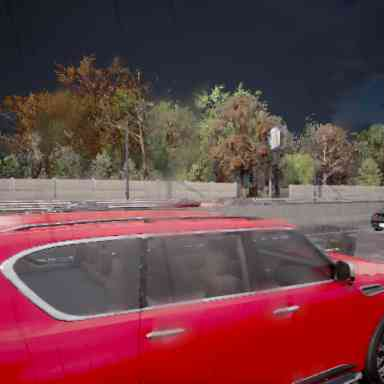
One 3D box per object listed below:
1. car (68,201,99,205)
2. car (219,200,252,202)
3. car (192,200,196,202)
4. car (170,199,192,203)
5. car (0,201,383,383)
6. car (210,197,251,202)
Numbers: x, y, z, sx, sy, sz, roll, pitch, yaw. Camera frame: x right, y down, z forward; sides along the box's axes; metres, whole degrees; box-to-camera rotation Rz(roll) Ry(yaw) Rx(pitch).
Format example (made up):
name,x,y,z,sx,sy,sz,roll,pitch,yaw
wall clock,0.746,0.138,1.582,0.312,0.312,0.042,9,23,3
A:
name,x,y,z,sx,sy,sz,roll,pitch,yaw
car,-9.101,1.492,26.869,4.902,1.511,2.128,0,0,-30
car,4.590,1.564,26.724,4.181,1.385,1.994,0,0,-30
car,2.775,1.352,33.767,4.553,1.767,2.097,0,0,-31
car,-1.218,1.478,35.491,5.008,1.535,1.882,0,0,-30
car,0.196,1.220,3.706,5.566,2.045,2.150,0,0,-30
car,3.766,1.352,30.289,4.553,1.767,2.097,0,0,-30
